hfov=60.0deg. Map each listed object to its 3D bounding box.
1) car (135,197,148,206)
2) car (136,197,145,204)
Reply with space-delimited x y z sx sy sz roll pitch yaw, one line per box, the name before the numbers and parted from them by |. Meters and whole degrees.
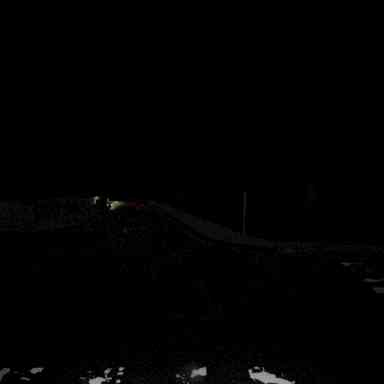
car | -8.685 1.598 57.270 1.882 1.535 5.008 0 0 -10
car | -10.495 1.692 67.532 1.837 1.490 4.892 0 0 -10
